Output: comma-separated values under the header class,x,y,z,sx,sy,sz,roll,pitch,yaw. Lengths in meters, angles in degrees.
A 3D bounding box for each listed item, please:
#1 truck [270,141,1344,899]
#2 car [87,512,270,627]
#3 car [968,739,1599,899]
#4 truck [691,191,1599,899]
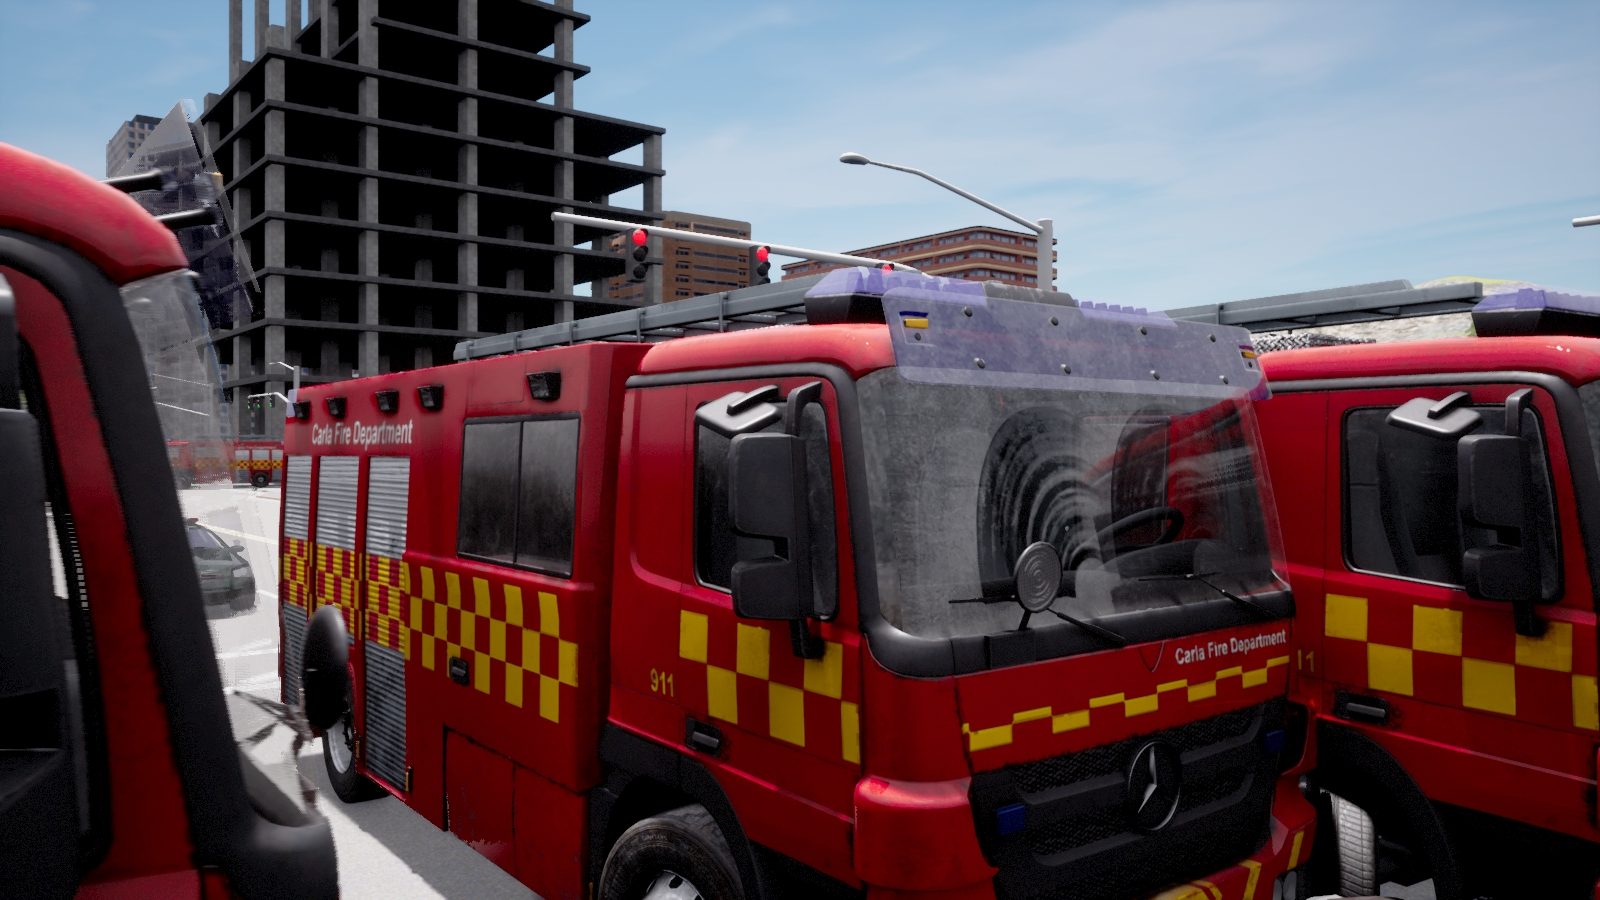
class,x,y,z,sx,sy,sz,roll,pitch,yaw
truck,-1.099,0.890,8.003,2.891,3.827,8.468,0,0,-38
car,-11.386,2.038,20.746,2.038,1.542,4.974,0,0,-39
car,2.437,2.065,3.109,1.970,1.475,3.806,0,0,-30
truck,2.348,0.890,8.605,2.891,3.827,8.468,0,0,-31
